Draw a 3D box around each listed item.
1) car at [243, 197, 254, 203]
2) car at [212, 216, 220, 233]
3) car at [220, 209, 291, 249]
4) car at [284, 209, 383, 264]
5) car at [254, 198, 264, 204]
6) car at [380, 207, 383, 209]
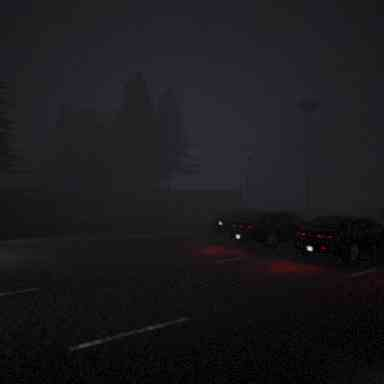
[{"bbox_3d":[9.624,1.794,67.929,1.837,1.490,4.892,0,0,-36],"label":"car"},{"bbox_3d":[3.156,1.648,18.910,4.181,1.385,1.994,0,0,-35],"label":"car"},{"bbox_3d":[3.873,1.580,15.123,4.892,1.490,1.837,0,0,-35],"label":"car"},{"bbox_3d":[5.798,1.579,12.198,4.892,1.490,1.837,0,0,-35],"label":"car"},{"bbox_3d":[12.527,1.856,69.892,2.033,1.411,5.357,0,0,-36],"label":"car"},{"bbox_3d":[18.954,1.696,30.190,4.902,1.511,2.128,0,0,-36],"label":"car"}]
